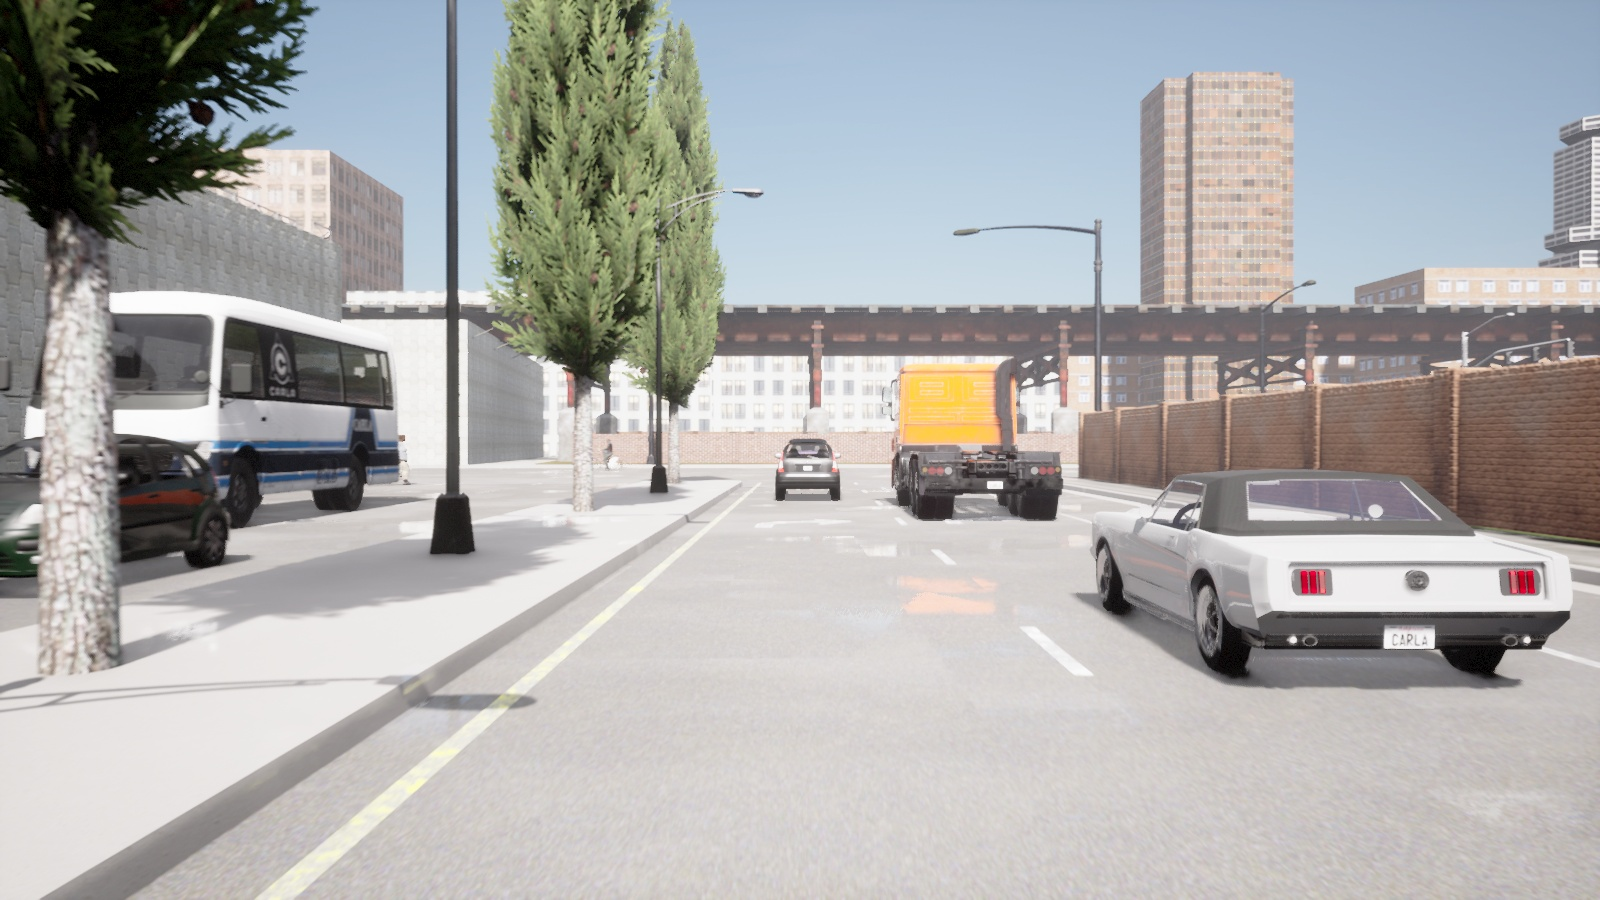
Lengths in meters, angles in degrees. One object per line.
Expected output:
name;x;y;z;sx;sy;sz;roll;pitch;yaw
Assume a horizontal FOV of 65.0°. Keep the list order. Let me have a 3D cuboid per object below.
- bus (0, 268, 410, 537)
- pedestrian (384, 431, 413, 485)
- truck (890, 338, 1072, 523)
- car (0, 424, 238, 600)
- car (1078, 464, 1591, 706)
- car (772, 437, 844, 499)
bus;-11.342;-0.780;24.986;3.944;4.253;10.273;0;0;0
pedestrian;-14.169;0.276;44.380;0.900;1.855;0.874;0;0;-12
truck;3.673;-0.387;27.480;2.891;3.462;7.936;0;0;0
car;-7.908;0.562;13.576;1.851;1.617;3.988;0;0;0
car;3.569;0.796;9.515;1.895;1.301;4.718;0;0;0
car;0.210;0.451;34.307;1.851;1.617;3.988;0;0;0
